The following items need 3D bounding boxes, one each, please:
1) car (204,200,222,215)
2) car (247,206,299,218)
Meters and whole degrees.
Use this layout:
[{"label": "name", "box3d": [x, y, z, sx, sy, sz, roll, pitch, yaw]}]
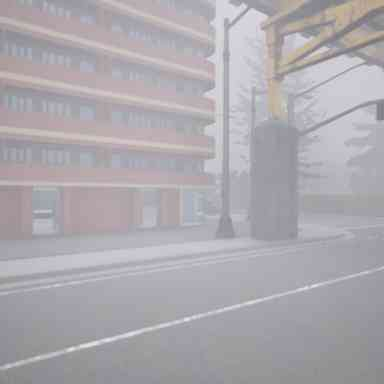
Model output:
[{"label": "car", "box3d": [1.552, 1.664, 36.571, 1.812, 1.442, 4.674, 0, 0, -35]}, {"label": "car", "box3d": [6.946, 1.616, 28.899, 1.882, 1.535, 5.008, 0, 0, -35]}]
